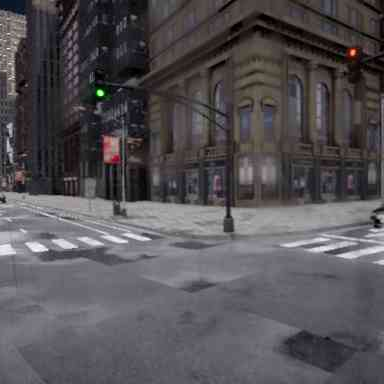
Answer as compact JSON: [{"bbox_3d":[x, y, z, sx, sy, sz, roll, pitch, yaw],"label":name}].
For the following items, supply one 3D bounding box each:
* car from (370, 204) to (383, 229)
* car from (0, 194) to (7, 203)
[{"bbox_3d":[10.424,0.940,15.853,4.902,1.511,2.128,-2,2,-34],"label":"car"},{"bbox_3d":[-31.455,1.116,54.352,1.837,1.490,4.892,-1,1,-34],"label":"car"}]
